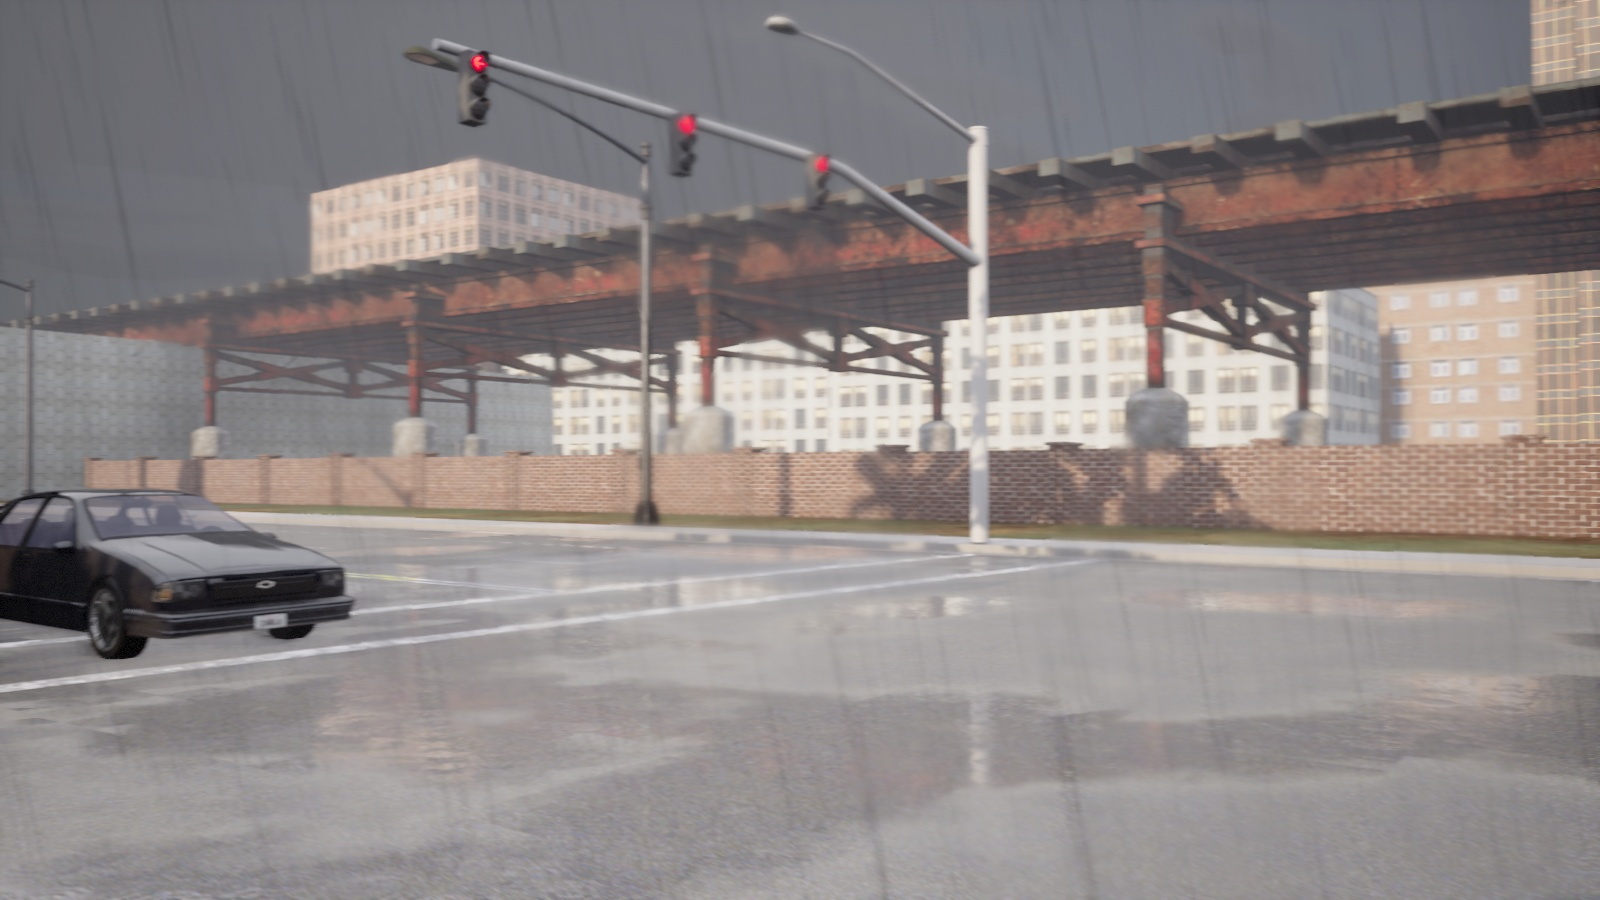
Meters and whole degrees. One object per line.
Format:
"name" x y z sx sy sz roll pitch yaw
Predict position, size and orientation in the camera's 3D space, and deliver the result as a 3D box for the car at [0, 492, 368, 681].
"car" -6.674 1.132 12.111 5.357 1.411 2.033 -1 -1 36
